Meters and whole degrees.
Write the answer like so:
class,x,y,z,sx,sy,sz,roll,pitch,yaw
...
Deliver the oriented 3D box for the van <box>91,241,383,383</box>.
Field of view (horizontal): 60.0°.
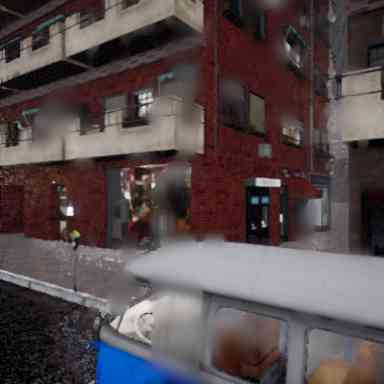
class,x,y,z,sx,sy,sz,roll,pitch,yaw
van,1.064,1.341,2.120,3.998,1.788,1.690,0,0,36
